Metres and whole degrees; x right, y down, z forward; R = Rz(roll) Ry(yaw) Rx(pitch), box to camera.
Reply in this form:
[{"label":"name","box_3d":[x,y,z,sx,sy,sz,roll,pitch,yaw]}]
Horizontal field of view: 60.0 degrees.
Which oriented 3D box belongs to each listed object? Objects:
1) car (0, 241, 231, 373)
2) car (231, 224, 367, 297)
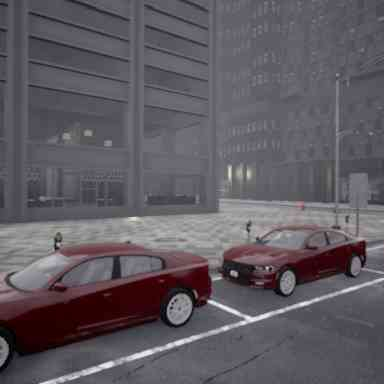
[{"label":"car","box_3d":[-1.736,1.549,5.428,4.507,1.381,1.887,0,0,-36]},{"label":"car","box_3d":[2.756,1.564,8.644,4.507,1.381,1.887,0,0,-36]}]
